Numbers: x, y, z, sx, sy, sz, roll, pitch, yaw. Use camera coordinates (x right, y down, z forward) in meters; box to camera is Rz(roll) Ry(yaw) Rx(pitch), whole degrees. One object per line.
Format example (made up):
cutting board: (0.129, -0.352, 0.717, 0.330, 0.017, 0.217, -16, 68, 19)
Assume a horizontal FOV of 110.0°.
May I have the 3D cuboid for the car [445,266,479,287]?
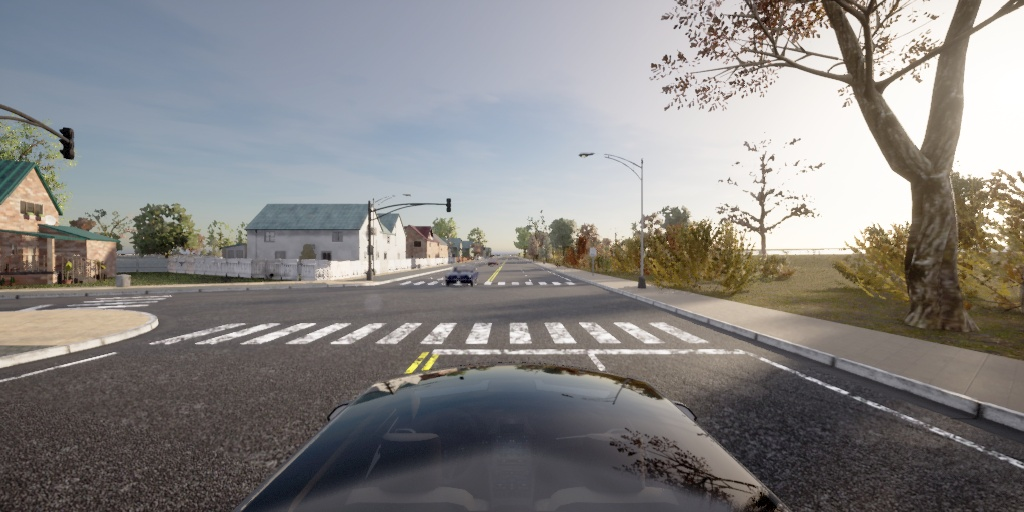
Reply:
car: (-3.377, 1.350, 24.750, 1.895, 1.301, 4.718, 0, 0, 0)
